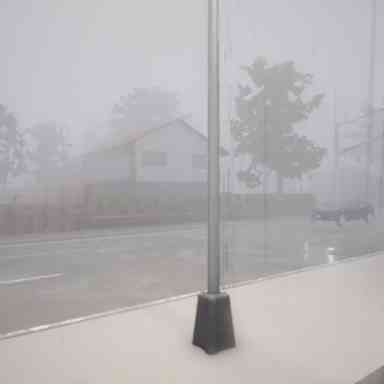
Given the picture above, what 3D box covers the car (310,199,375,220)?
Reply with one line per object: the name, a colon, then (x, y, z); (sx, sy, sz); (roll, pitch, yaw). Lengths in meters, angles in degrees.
car: (9.158, 1.089, 20.195); (5.008, 1.535, 1.882); (0, 0, -35)
